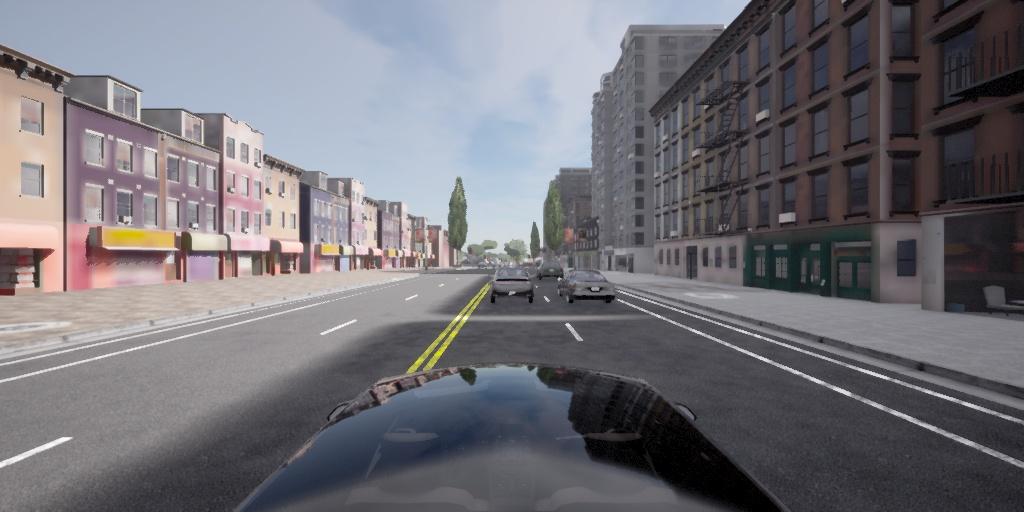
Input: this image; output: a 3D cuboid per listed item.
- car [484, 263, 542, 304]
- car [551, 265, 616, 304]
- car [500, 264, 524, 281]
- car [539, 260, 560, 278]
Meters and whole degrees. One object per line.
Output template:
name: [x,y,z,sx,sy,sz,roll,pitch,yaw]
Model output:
car: [0.000,1.264,16.501,2.128,1.511,4.902,0,0,0]
car: [3.250,1.332,16.501,2.033,1.411,5.357,0,0,0]
car: [0.000,1.416,31.532,1.895,1.301,4.718,0,0,0]
car: [3.250,1.166,31.473,2.097,1.767,4.553,0,0,0]
